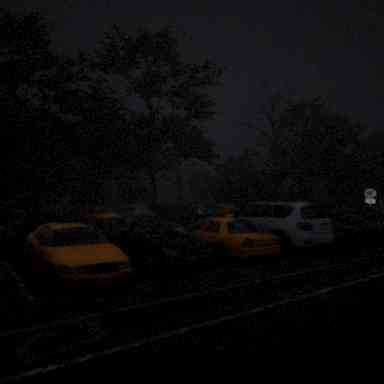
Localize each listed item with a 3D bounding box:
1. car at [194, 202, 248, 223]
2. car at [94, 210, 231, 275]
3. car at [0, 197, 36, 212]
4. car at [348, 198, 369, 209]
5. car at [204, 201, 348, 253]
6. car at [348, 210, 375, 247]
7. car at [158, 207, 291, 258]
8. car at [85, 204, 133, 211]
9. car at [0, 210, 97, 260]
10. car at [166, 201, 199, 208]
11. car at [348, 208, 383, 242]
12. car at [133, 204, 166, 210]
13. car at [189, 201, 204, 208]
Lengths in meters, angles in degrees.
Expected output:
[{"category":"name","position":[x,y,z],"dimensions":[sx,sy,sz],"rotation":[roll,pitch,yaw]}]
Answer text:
[{"category":"car","position":[2.469,1.769,29.741],"dimensions":[2.097,1.535,5.008],"rotation":[1,-1,-35]},{"category":"car","position":[-1.244,1.585,11.137],"dimensions":[2.231,1.521,4.892],"rotation":[1,-1,-35]},{"category":"car","position":[-11.031,1.289,20.268],"dimensions":[2.435,2.045,5.566],"rotation":[1,-1,-35]},{"category":"car","position":[12.579,1.657,25.622],"dimensions":[4.553,1.767,2.097],"rotation":[-1,1,-28]},{"category":"car","position":[3.285,1.410,14.356],"dimensions":[2.435,2.045,5.566],"rotation":[1,-1,-35]},{"category":"car","position":[5.564,1.699,15.934],"dimensions":[2.097,1.535,5.008],"rotation":[1,-1,-35]},{"category":"car","position":[0.922,1.619,12.883],"dimensions":[1.946,1.575,5.366],"rotation":[1,-1,-35]},{"category":"car","position":[-6.383,1.615,23.282],"dimensions":[1.946,1.575,5.366],"rotation":[1,-1,-35]},{"category":"car","position":[-5.724,1.633,13.404],"dimensions":[4.181,1.385,1.994],"rotation":[1,-1,-35]},{"category":"car","position":[-1.945,1.724,26.601],"dimensions":[2.163,1.488,4.792],"rotation":[1,-1,-35]},{"category":"car","position":[7.853,1.767,17.504],"dimensions":[2.163,1.488,4.792],"rotation":[1,-1,-35]},{"category":"car","position":[-4.225,1.696,25.027],"dimensions":[2.002,1.452,4.674],"rotation":[1,-1,-35]},{"category":"car","position":[0.184,1.605,28.175],"dimensions":[2.185,1.767,4.553],"rotation":[1,-1,-35]}]
